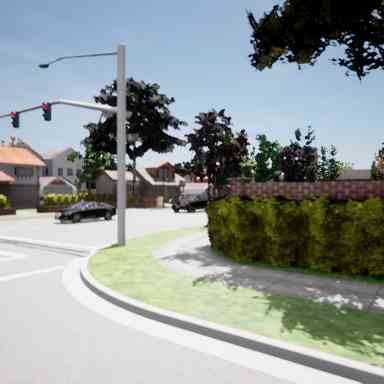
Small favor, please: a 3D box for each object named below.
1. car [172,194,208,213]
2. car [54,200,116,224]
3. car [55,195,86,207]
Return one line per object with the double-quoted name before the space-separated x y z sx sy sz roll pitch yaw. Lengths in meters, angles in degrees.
"car" 0.072 1.226 36.814 2.150 2.045 5.566 0 0 35
"car" -7.996 1.495 25.287 2.128 1.511 4.902 0 0 35
"car" -15.877 1.175 43.310 3.806 1.475 1.970 0 0 36
